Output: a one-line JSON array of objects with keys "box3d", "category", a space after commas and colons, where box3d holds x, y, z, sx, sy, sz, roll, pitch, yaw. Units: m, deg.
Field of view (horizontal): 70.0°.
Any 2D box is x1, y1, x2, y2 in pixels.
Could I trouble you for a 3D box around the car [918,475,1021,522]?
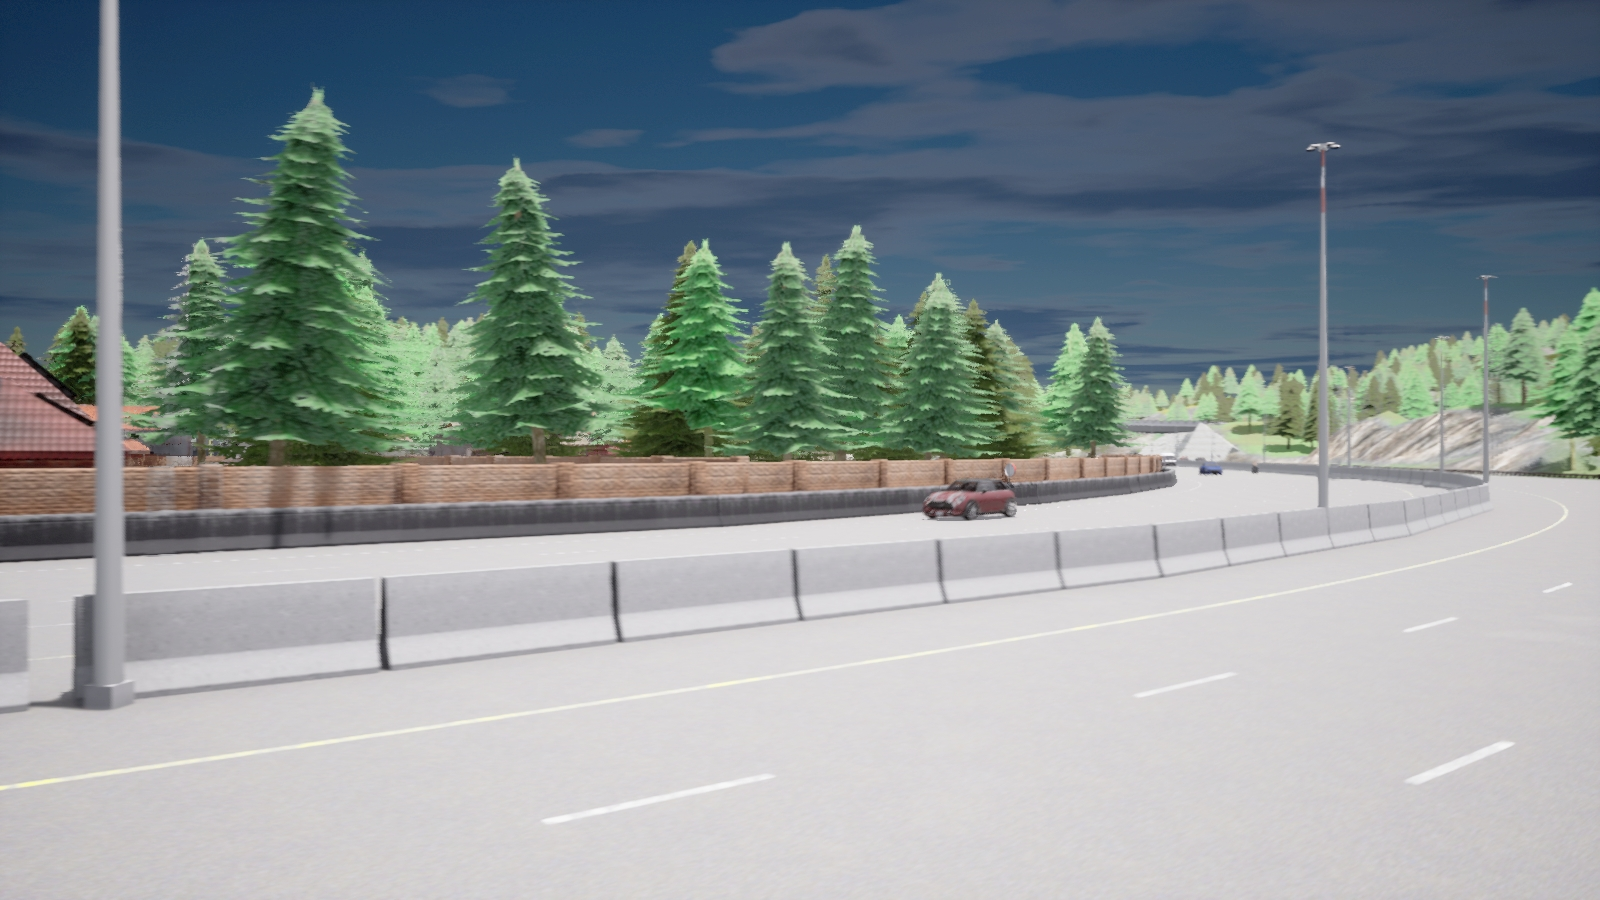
[{"box3d": [7.114, 1.975, 47.687, 2.097, 1.767, 4.553, 0, 0, 42], "category": "car"}]
